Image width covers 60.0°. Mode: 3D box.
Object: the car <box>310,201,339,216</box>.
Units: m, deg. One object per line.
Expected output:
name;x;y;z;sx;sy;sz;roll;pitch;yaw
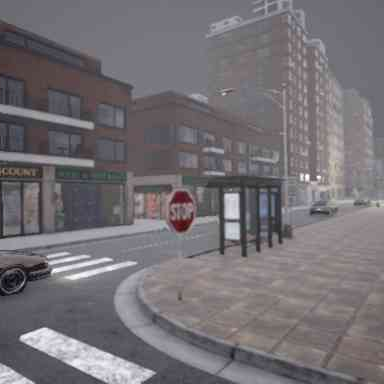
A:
car;13.194;1.583;33.147;1.994;1.385;4.181;-1;-1;35

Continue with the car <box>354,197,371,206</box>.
car;26.830;1.519;52.378;2.033;1.411;5.357;-1;-1;35

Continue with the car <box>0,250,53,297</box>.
car;-5.649;1.632;6.561;2.033;1.411;5.357;-1;-1;35
